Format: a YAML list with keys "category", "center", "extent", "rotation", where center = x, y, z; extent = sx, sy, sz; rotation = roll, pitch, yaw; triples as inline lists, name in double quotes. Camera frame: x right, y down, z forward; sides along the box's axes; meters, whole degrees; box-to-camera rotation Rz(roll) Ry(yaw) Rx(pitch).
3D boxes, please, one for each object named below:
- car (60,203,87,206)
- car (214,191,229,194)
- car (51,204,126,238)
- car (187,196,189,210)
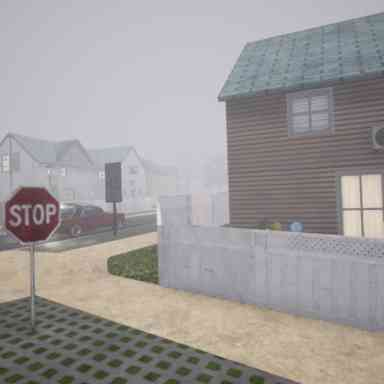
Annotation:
- category: "car"
  center: [-7.154, 1.383, 19.106]
  extent: [2.128, 1.511, 4.902]
  rotation: [-2, 0, 25]
- category: "car"
  center: [4.539, 0.514, 50.030]
  extent: [2.097, 1.767, 4.553]
  rotation: [-2, 0, 16]
- category: "car"
  center: [-5.284, 1.401, 16.158]
  extent: [1.895, 1.301, 4.718]
  rotation: [-2, 0, 26]
- category: "car"
  center: [-0.427, 1.190, 35.123]
  extent: [2.128, 1.511, 4.902]
  rotation: [-2, 0, 20]
